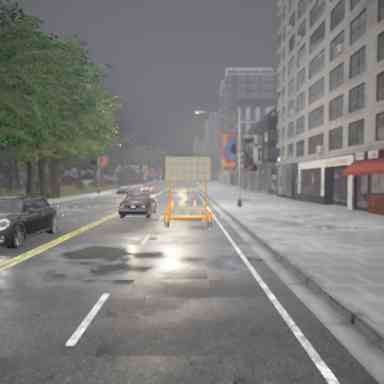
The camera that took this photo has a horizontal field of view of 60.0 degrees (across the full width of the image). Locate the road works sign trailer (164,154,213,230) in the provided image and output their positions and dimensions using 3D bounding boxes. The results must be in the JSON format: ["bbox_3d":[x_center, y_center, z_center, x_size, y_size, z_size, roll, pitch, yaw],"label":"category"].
[{"bbox_3d":[-0.195,-0.098,16.685,2.380,3.560,2.880,0,2,-1],"label":"road works sign trailer"}]

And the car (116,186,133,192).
[{"bbox_3d":[-10.430,-0.283,52.027,2.033,1.411,5.357,0,2,0],"label":"car"}]

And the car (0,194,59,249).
[{"bbox_3d":[-6.742,0.944,12.321,2.097,1.767,4.553,0,2,-1],"label":"car"}]

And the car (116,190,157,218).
[{"bbox_3d":[-3.401,0.818,21.431,2.033,1.411,5.357,0,2,-1],"label":"car"}]

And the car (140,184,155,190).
[{"bbox_3d":[-7.202,-0.577,54.405,2.097,1.767,4.553,0,2,0],"label":"car"}]
